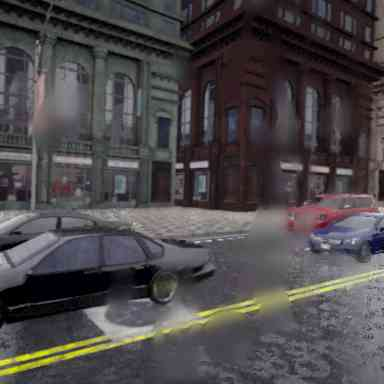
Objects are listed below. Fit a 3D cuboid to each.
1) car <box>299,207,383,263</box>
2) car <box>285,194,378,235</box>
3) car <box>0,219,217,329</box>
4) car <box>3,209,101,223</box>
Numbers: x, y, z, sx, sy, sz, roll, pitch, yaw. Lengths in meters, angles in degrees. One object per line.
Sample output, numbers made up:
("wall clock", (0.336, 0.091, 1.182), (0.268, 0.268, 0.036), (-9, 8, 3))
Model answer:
("car", (6.150, 1.474, 11.816), (4.674, 1.442, 1.812), (1, 1, -34))
("car", (7.043, 1.120, 16.361), (5.566, 2.045, 2.150), (1, 1, -34))
("car", (-2.067, 1.396, 6.231), (5.357, 1.411, 2.033), (1, 1, -34))
("car", (-4.007, 1.242, 8.840), (5.008, 1.535, 1.882), (1, 1, -34))
